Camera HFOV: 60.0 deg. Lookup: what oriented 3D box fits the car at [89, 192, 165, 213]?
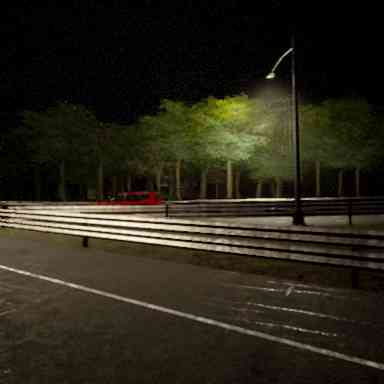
[{"bbox_3d":[-4.780,1.065,24.720,5.566,2.045,2.150,-1,0,8],"label":"car"}]
